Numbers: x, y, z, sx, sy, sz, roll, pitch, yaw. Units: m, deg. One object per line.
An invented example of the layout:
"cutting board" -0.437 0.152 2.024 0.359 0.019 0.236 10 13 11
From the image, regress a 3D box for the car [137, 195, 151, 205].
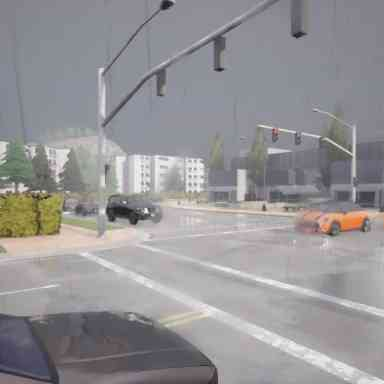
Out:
"car" -8.499 1.351 58.969 2.097 1.767 4.553 0 0 -4

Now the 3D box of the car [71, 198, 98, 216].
"car" -9.923 1.564 32.145 1.994 1.385 4.181 0 0 -34

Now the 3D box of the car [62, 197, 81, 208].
"car" -17.810 1.492 49.333 2.128 1.511 4.902 0 0 -13

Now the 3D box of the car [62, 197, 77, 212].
"car" -14.395 1.526 39.718 1.812 1.442 4.674 0 0 -24

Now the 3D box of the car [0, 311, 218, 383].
"car" -2.305 1.547 2.121 5.357 1.411 2.033 0 0 -35

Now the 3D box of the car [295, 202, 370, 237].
"car" 7.649 1.351 18.075 4.553 1.767 2.097 0 0 -36

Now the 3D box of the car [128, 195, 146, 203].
"car" -11.290 1.477 68.931 1.882 1.535 5.008 0 0 14

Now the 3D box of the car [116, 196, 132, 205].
"car" -11.975 1.492 58.899 2.128 1.511 4.902 0 0 -4

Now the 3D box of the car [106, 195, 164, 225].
"car" -4.385 1.221 24.540 2.150 2.045 5.566 0 0 -39

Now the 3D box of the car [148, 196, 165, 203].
"car" -7.535 1.556 70.634 1.994 1.385 4.181 0 0 17
